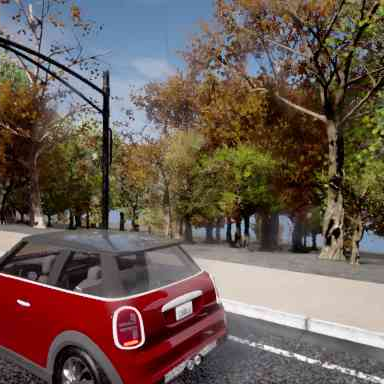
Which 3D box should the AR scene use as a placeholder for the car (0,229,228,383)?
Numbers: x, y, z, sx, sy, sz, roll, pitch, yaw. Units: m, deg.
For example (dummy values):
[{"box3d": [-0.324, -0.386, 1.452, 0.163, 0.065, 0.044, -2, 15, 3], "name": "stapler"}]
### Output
[{"box3d": [-1.815, 1.351, 4.979, 4.553, 1.767, 2.097, 0, 0, 36], "name": "car"}]
